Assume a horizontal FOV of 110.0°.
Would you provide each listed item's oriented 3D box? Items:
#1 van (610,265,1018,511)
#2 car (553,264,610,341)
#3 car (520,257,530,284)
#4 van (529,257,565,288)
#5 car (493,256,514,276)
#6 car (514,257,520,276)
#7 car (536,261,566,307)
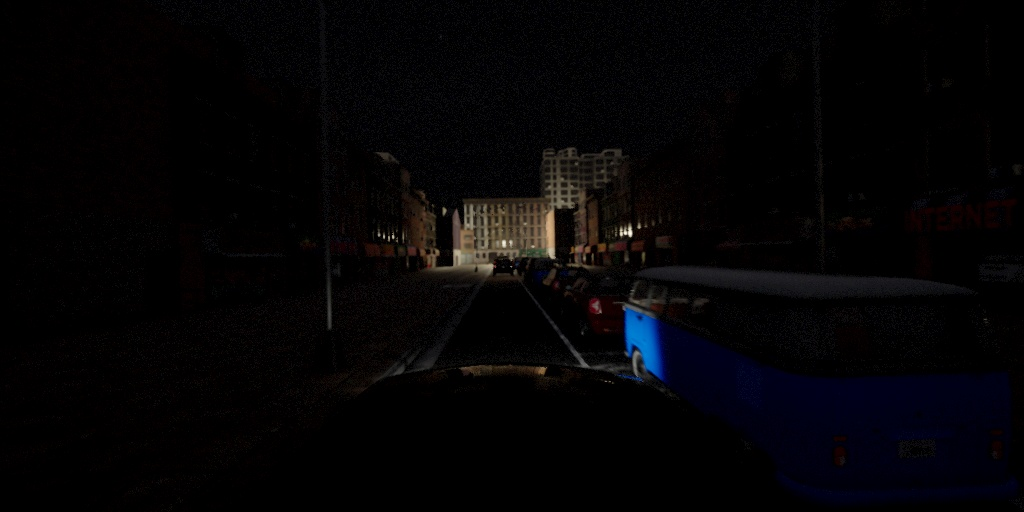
[{"bbox_3d":[2.639,1.035,4.221,1.690,1.789,3.998,0,0,-2],"label":"van"},{"bbox_3d":[2.473,1.134,9.694,1.967,1.591,4.097,0,0,-2],"label":"car"},{"bbox_3d":[1.975,1.011,26.109,2.192,1.841,5.009,0,0,-2],"label":"car"},{"bbox_3d":[2.141,1.035,20.639,1.690,1.789,3.998,0,0,-2],"label":"van"},{"bbox_3d":[-0.917,1.103,37.178,2.097,1.767,4.553,-1,0,-2],"label":"car"},{"bbox_3d":[1.643,1.014,37.058,2.192,1.841,5.009,0,0,-2],"label":"car"},{"bbox_3d":[2.307,1.134,15.166,1.967,1.591,4.097,0,0,-2],"label":"car"}]
